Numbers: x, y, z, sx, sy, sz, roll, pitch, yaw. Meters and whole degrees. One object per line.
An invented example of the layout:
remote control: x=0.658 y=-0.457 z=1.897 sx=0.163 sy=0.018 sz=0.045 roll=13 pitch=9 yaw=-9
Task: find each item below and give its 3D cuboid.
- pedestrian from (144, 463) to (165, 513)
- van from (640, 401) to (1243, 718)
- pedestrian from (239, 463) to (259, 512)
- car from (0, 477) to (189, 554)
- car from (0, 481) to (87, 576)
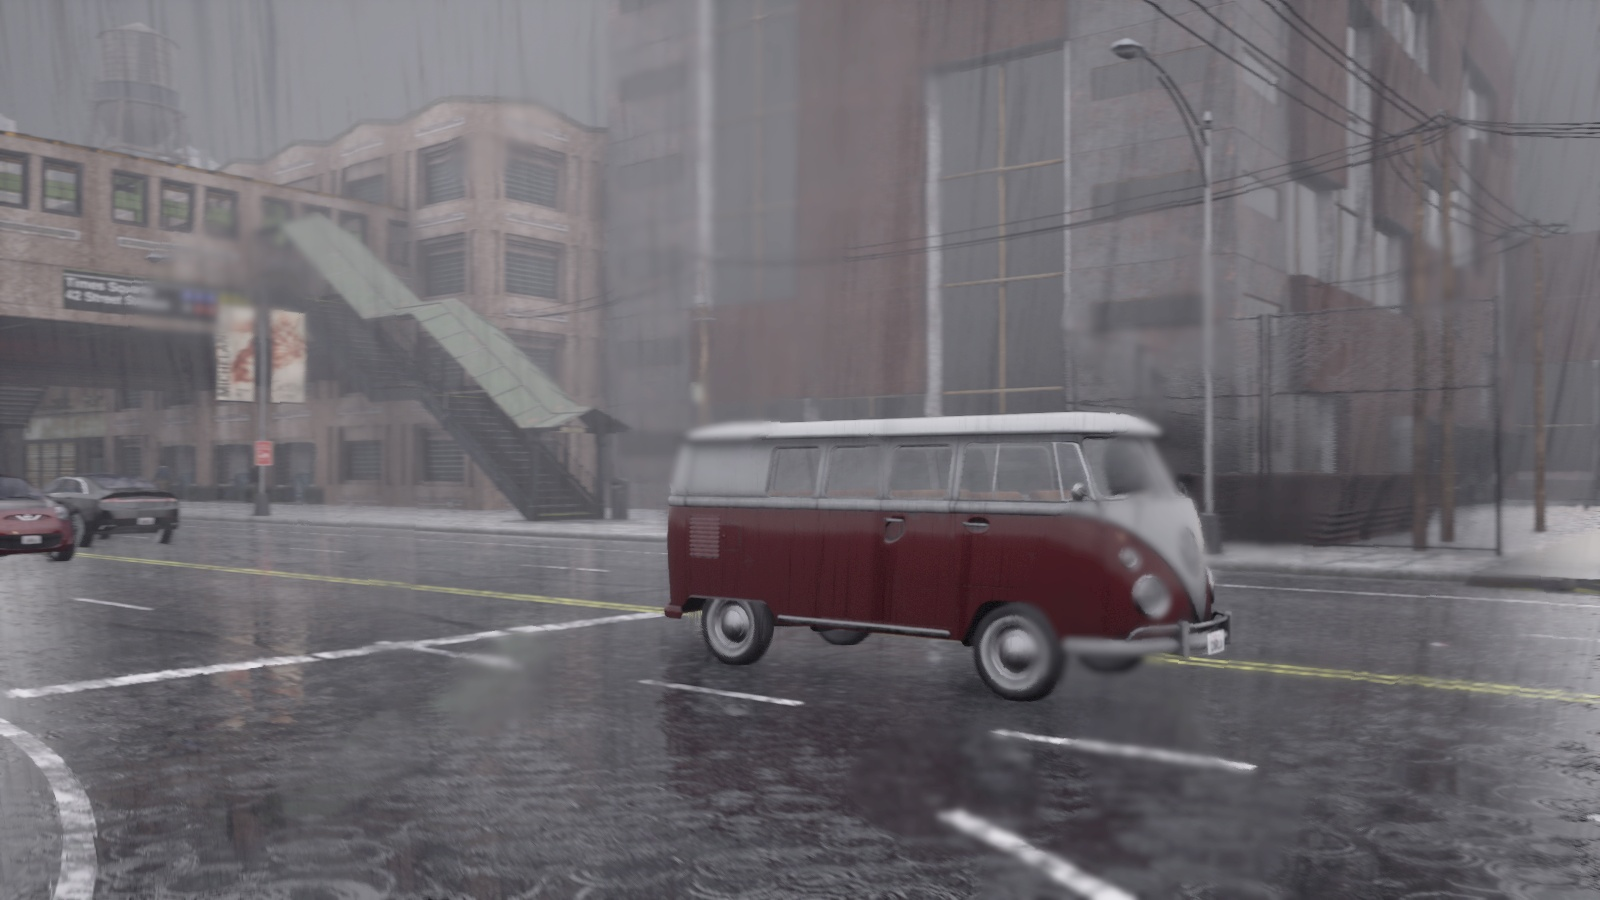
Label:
pedestrian: x=-25.555 y=1.502 z=49.711 sx=0.788 sy=1.949 sz=0.423 roll=-1 pitch=-1 yaw=32
van: x=0.957 y=0.728 z=9.932 sx=4.442 sy=1.987 sz=1.775 roll=-1 pitch=-1 yaw=38
pedestrian: x=-20.850 y=1.429 z=47.502 sx=0.703 sy=1.840 sz=0.431 roll=-1 pitch=-1 yaw=42
car: x=-15.407 y=1.342 z=26.998 sx=4.902 sy=1.511 sz=2.128 roll=-1 pitch=-1 yaw=38
car: x=-13.990 y=1.296 z=21.480 sx=3.633 sy=1.501 sz=1.845 roll=-1 pitch=-1 yaw=38
